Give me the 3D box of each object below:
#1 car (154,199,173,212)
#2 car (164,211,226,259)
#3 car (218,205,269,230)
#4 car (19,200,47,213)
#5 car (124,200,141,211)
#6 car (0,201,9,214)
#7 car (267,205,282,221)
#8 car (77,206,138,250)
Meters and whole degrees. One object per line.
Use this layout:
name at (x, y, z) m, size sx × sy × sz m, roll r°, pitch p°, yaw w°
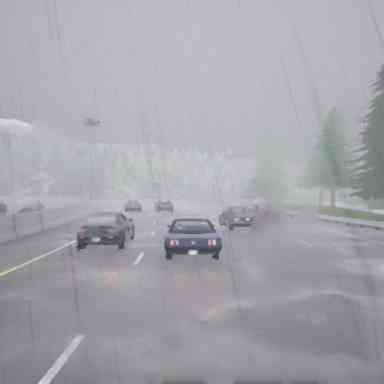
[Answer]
car at (-3.501, 1.630, 40.357) m, size 2.128 × 1.511 × 4.902 m, roll 0°, pitch 0°, yaw -13°
car at (-0.048, 1.645, 12.823) m, size 1.895 × 1.301 × 4.718 m, roll 0°, pitch 0°, yaw -2°
car at (2.934, 1.621, 21.466) m, size 2.033 × 1.411 × 5.357 m, roll 0°, pitch 0°, yaw -6°
car at (-17.157, 1.650, 35.998) m, size 1.812 × 1.442 × 4.674 m, roll 0°, pitch 0°, yaw -12°
car at (-7.559, 1.709, 42.069) m, size 1.994 × 1.385 × 4.181 m, roll 0°, pitch 0°, yaw -14°
car at (-20.290, 1.607, 33.766) m, size 2.128 × 1.511 × 4.902 m, roll 0°, pitch 0°, yaw -11°
car at (5.738, 1.696, 27.753) m, size 1.895 × 1.301 × 4.718 m, roll 0°, pitch 0°, yaw -8°
car at (-3.633, 1.576, 14.467) m, size 1.812 × 1.442 × 4.674 m, roll 0°, pitch 0°, yaw -3°
